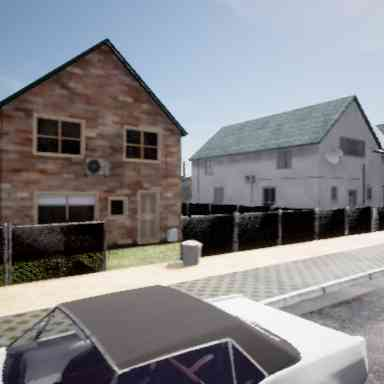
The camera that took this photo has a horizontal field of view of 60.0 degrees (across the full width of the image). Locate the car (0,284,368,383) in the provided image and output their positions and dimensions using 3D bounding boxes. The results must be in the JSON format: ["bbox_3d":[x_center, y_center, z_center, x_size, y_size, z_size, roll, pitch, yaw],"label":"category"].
[{"bbox_3d":[-0.719,1.600,2.556,4.718,1.301,1.895,0,0,-35],"label":"car"}]
